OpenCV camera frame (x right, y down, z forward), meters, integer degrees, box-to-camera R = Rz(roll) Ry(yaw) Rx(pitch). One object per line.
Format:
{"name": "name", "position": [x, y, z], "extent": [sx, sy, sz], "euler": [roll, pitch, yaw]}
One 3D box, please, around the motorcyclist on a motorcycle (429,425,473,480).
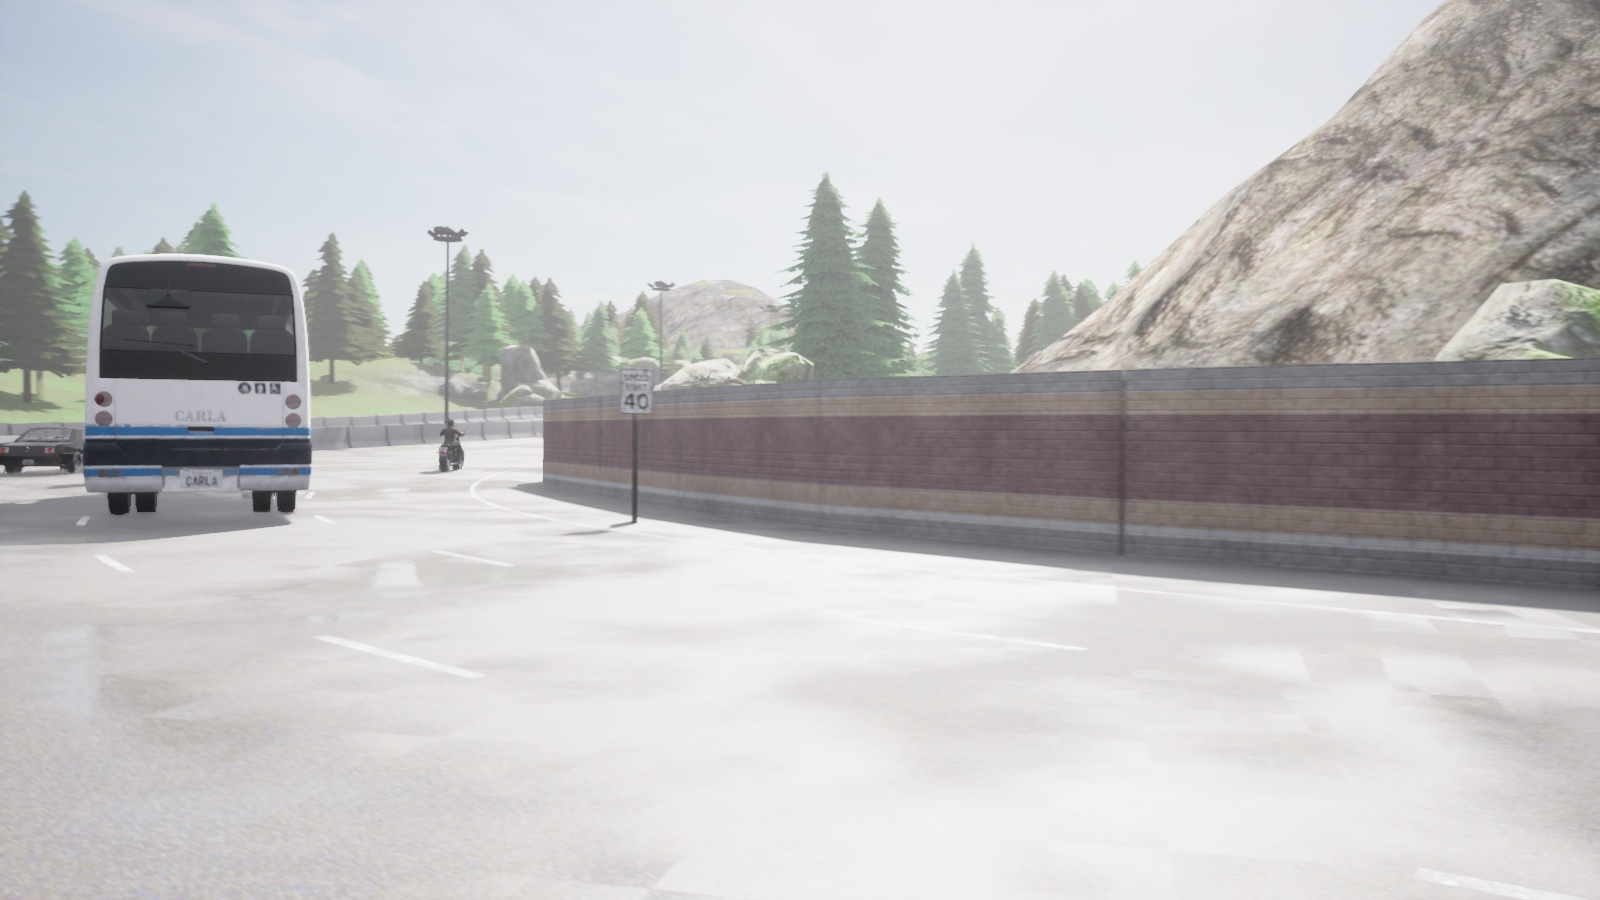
{"name": "motorcyclist on a motorcycle", "position": [-10.863, 0.058, 39.171], "extent": [0.766, 1.649, 2.350], "euler": [0, 1, -2]}

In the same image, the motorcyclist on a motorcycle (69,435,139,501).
{"name": "motorcyclist on a motorcycle", "position": [-16.993, 0.413, 30.717], "extent": [0.866, 1.530, 2.191], "euler": [0, 1, -12]}

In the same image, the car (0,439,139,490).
{"name": "car", "position": [-21.287, 0.376, 36.531], "extent": [1.895, 1.301, 4.718], "euler": [-1, 1, -5]}

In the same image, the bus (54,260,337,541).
{"name": "bus", "position": [-11.551, -0.877, 24.480], "extent": [3.944, 4.253, 10.273], "euler": [-1, 2, -24]}
